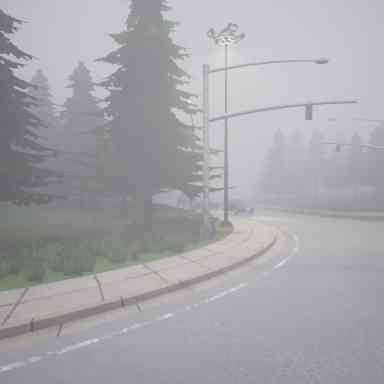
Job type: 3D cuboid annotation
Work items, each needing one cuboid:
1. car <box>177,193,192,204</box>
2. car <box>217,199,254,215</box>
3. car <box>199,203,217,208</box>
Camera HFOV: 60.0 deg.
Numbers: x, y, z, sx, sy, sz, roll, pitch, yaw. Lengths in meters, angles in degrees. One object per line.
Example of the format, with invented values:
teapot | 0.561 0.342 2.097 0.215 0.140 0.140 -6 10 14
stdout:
car | -0.867 1.221 54.072 2.150 2.045 5.566 0 0 -17
car | 4.717 1.491 34.282 2.128 1.511 4.902 0 0 -15
car | 2.064 1.601 43.922 1.895 1.301 4.718 0 0 -16
